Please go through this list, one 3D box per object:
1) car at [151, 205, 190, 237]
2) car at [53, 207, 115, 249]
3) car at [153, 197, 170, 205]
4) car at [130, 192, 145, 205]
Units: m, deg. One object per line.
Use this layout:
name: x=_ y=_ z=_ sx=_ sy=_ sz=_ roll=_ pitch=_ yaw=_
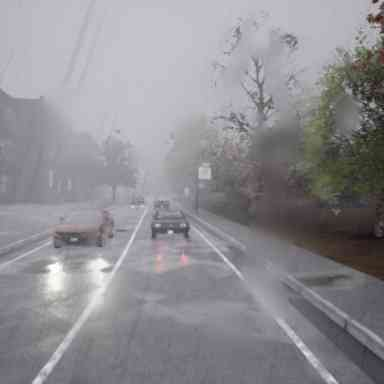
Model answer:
car: x=-1.246 y=1.608 z=18.000 sx=1.895 sy=1.301 sz=4.718 roll=0 pitch=0 yaw=-6
car: x=-4.615 y=1.468 z=14.797 sx=1.882 sy=1.535 sz=5.008 roll=0 pitch=0 yaw=-6
car: x=-3.774 y=1.446 z=41.282 sx=1.837 sy=1.490 sz=4.892 roll=0 pitch=0 yaw=-6
car: x=-9.049 y=1.102 z=55.865 sx=2.150 sy=2.045 sz=5.566 roll=0 pitch=0 yaw=-6
